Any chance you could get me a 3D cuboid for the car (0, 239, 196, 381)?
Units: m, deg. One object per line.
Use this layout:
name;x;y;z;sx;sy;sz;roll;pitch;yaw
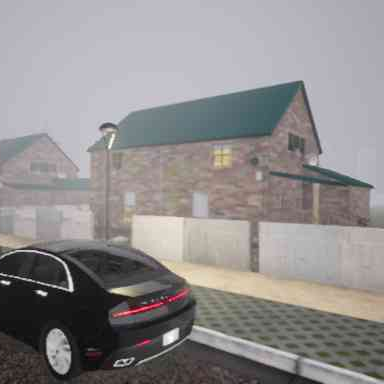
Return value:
car;-2.206;1.567;5.604;4.892;1.490;1.837;0;-1;37
